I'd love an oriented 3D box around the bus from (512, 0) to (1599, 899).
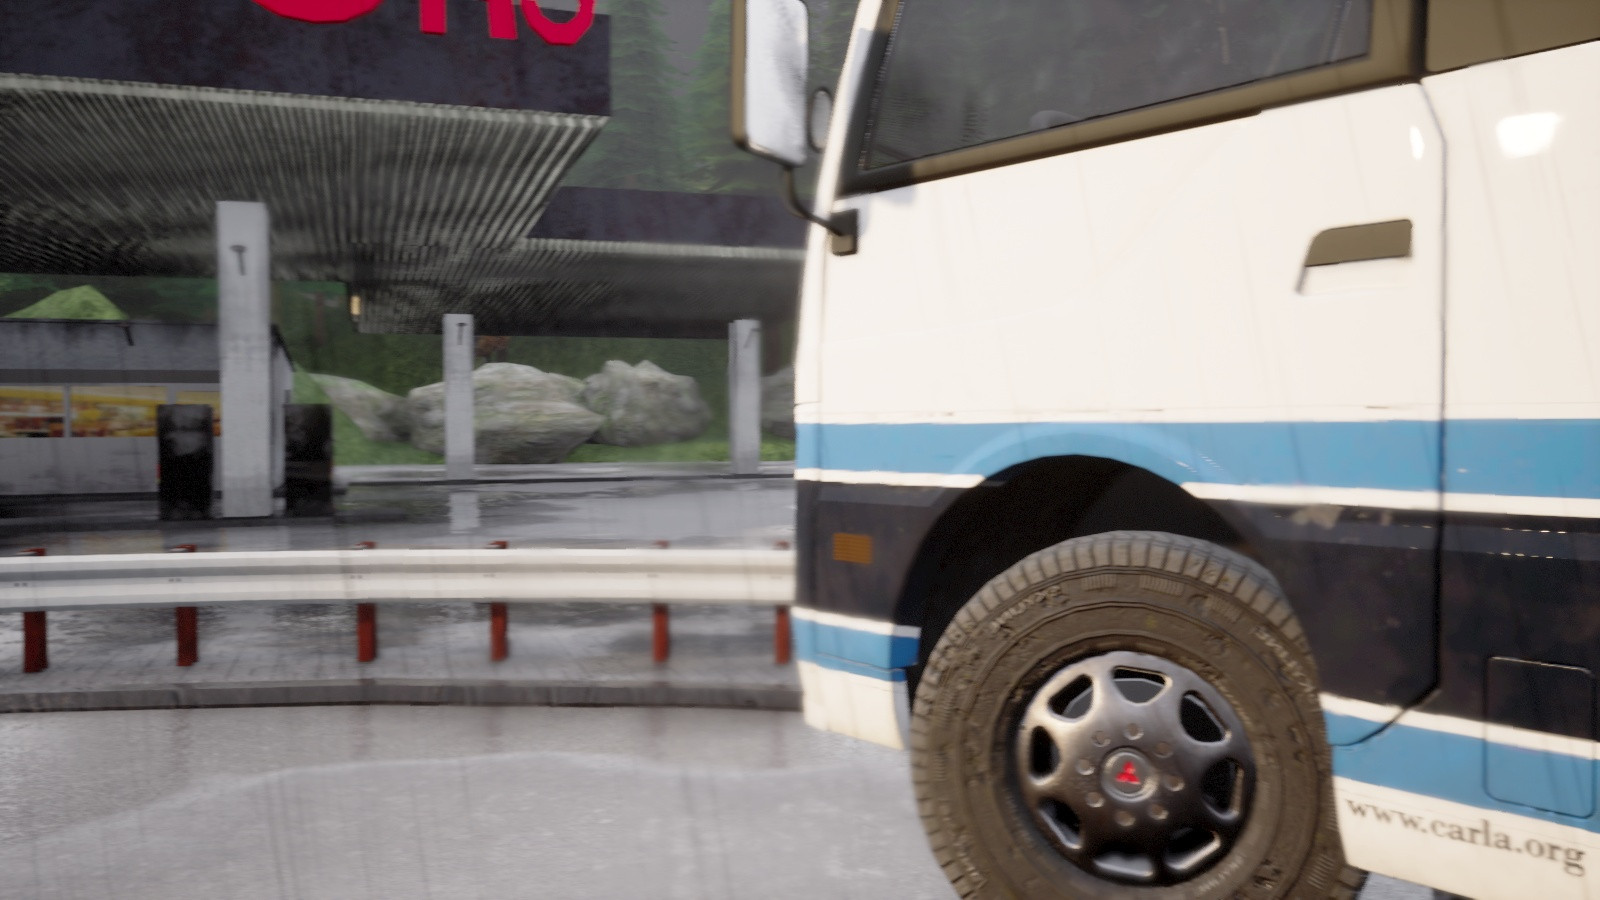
[{"bbox_3d":[3.822,-0.592,2.110,3.944,4.253,10.273,0,1,-41],"label":"bus"}]
